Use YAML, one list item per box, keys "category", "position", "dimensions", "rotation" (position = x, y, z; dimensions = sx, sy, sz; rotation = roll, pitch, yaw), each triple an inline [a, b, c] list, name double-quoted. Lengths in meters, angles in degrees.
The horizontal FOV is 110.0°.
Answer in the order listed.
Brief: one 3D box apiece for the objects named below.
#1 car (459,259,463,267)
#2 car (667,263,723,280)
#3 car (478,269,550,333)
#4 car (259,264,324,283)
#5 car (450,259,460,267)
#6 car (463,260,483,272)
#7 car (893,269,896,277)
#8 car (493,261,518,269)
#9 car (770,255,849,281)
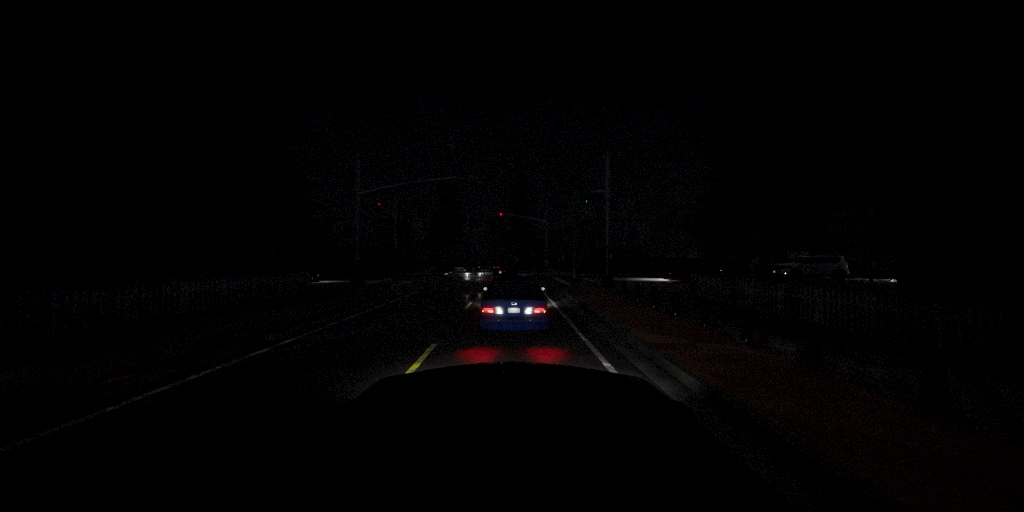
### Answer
- category: "car"
  position: [-6.316, 1.263, 54.340]
  dimensions: [2.033, 1.411, 5.357]
  rotation: [0, 0, -14]
- category: "car"
  position: [15.314, 1.299, 30.171]
  dimensions: [4.181, 1.385, 1.994]
  rotation: [0, 0, 2]
- category: "car"
  position: [0.062, 1.297, 10.754]
  dimensions: [2.033, 1.411, 5.357]
  rotation: [0, 0, 0]
- category: "car"
  position: [-16.784, 1.299, 27.407]
  dimensions: [4.181, 1.385, 1.994]
  rotation: [0, 0, 2]
- category: "car"
  position: [-9.701, 1.263, 64.372]
  dimensions: [2.033, 1.411, 5.357]
  rotation: [0, 0, -23]
- category: "car"
  position: [-4.779, 1.220, 44.682]
  dimensions: [1.837, 1.490, 4.892]
  rotation: [0, 0, -6]
- category: "car"
  position: [34.525, 1.087, 29.584]
  dimensions: [4.553, 1.767, 2.097]
  rotation: [0, 0, 2]
- category: "car"
  position: [-0.619, 1.225, 35.571]
  dimensions: [1.837, 1.490, 4.892]
  rotation: [3, 1, 11]
- category: "car"
  position: [24.679, 0.956, 29.892]
  dimensions: [5.566, 2.045, 2.150]
  rotation: [0, 0, 1]
